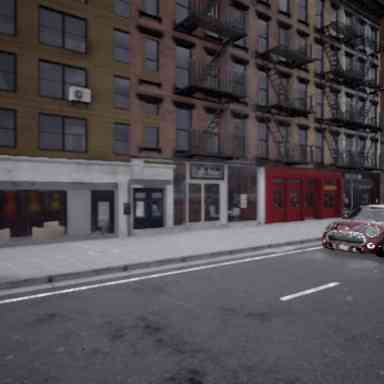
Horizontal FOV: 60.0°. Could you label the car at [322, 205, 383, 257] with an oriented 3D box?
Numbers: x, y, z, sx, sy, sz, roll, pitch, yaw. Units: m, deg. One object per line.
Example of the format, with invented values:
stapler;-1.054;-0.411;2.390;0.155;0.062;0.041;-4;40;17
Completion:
car;7.016;1.297;12.684;4.553;1.767;2.097;0;0;-35
